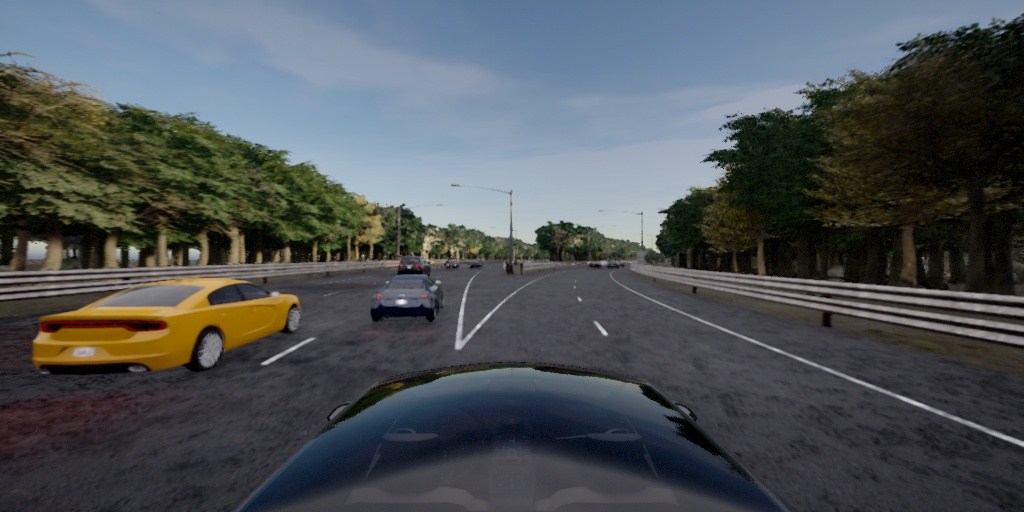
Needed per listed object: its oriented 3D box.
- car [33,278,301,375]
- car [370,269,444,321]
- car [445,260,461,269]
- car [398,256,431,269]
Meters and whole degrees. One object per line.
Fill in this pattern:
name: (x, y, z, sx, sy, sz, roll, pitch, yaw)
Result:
car: (-6.286, 1.197, 7.461, 1.882, 1.535, 5.008, 1, 0, -7)
car: (-3.505, 1.341, 12.622, 1.994, 1.385, 4.181, 1, 0, -7)
car: (-9.973, 1.593, 61.422, 1.895, 1.301, 4.718, 1, 0, 0)
car: (-8.853, 1.070, 32.936, 2.150, 2.045, 5.566, 1, 0, -4)
